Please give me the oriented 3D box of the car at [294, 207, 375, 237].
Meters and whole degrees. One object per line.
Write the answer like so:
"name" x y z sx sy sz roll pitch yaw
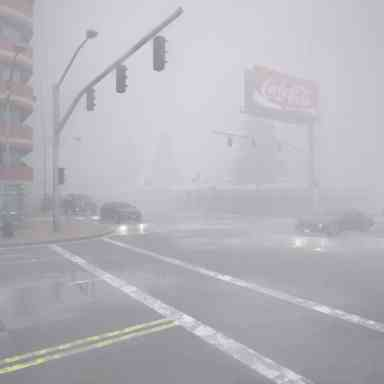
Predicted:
"car" 7.910 1.547 18.210 5.357 1.411 2.033 0 0 -35

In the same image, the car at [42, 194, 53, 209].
"car" -17.768 1.221 42.758 2.150 2.045 5.566 0 0 -35

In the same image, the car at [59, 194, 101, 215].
"car" -11.612 1.221 34.185 2.150 2.045 5.566 0 0 -36

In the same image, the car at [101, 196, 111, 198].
"car" -14.984 1.478 57.183 1.882 1.535 5.008 0 0 -36

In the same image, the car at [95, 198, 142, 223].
"car" -5.616 1.505 25.848 1.837 1.490 4.892 0 0 -36

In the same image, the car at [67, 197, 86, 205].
"car" -20.521 1.564 58.887 1.994 1.385 4.181 0 0 -36

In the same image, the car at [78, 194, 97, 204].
"car" -20.366 1.352 64.663 2.097 1.767 4.553 0 0 -36
